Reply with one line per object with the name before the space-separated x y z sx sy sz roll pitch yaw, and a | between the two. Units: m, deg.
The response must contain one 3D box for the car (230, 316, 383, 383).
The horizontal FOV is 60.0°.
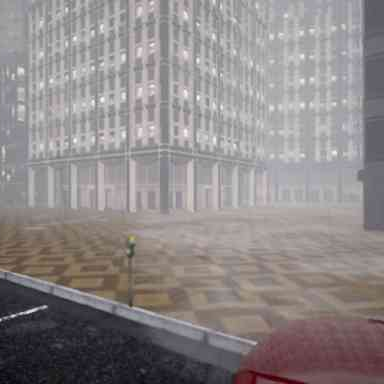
car | 2.433 1.322 1.149 5.009 1.841 2.192 0 0 36
